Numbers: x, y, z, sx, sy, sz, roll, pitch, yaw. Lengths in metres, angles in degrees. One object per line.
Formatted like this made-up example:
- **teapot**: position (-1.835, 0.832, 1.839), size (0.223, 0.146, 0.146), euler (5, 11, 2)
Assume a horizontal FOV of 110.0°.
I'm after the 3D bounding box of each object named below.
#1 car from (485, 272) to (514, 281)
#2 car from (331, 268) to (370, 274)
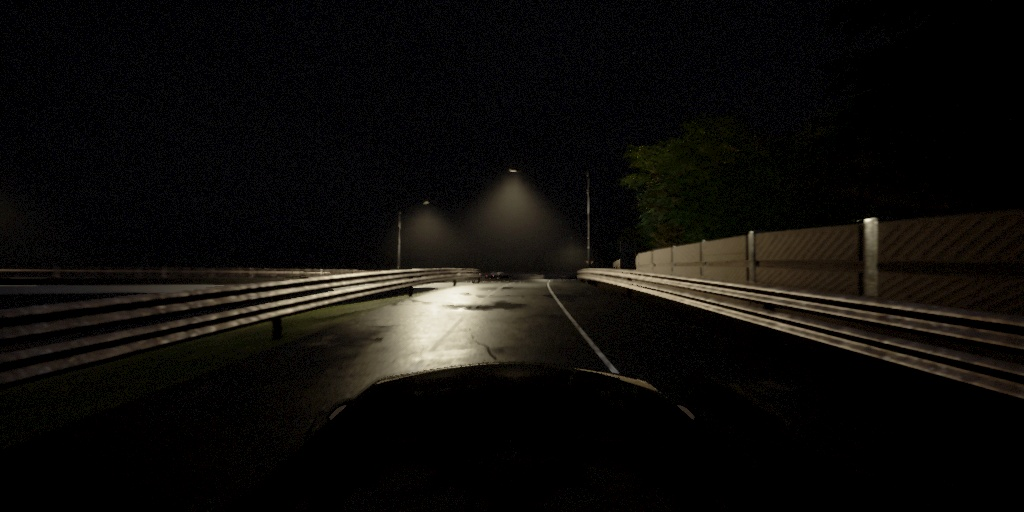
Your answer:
- **car**: position (-1.799, 3.061, 53.551), size (1.895, 1.301, 4.718), euler (-2, -4, 37)
- **car**: position (-16.506, 2.011, 37.978), size (5.008, 1.535, 1.882), euler (3, -4, -41)
